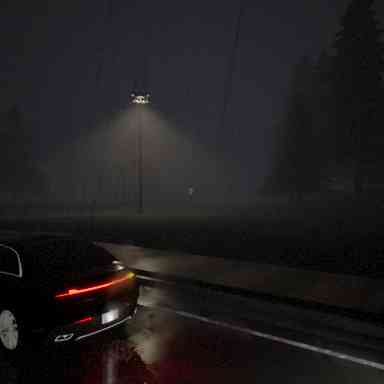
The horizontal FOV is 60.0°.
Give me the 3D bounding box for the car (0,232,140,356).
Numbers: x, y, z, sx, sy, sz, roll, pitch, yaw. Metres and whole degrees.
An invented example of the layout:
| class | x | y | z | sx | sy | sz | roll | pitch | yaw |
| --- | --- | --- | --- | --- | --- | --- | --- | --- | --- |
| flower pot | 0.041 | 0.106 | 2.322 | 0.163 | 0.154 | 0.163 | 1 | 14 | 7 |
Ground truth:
| class | x | y | z | sx | sy | sz | roll | pitch | yaw |
| --- | --- | --- | --- | --- | --- | --- | --- | --- | --- |
| car | -3.123 | 1.505 | 6.101 | 4.892 | 1.490 | 1.837 | 0 | 0 | 36 |
